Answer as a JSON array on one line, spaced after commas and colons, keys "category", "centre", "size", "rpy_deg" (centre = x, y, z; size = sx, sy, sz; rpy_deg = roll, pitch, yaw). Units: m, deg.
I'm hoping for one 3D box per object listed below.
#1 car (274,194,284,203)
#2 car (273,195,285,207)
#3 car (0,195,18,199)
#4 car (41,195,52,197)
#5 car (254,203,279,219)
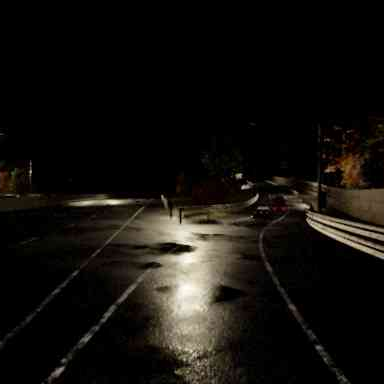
[{"category": "car", "centre": [18.901, 1.318, 72.380], "size": [2.128, 1.511, 4.902], "rpy_deg": [1, 4, 13]}, {"category": "car", "centre": [16.325, 1.738, 62.579], "size": [2.097, 1.767, 4.553], "rpy_deg": [1, 2, 15]}, {"category": "car", "centre": [-26.275, 1.281, 47.462], "size": [1.837, 1.490, 4.892], "rpy_deg": [0, 0, -5]}, {"category": "car", "centre": [-27.795, 1.262, 63.640], "size": [1.837, 1.490, 4.892], "rpy_deg": [0, 0, -6]}, {"category": "car", "centre": [8.142, 2.250, 37.260], "size": [2.033, 1.411, 5.357], "rpy_deg": [1, -1, 20]}]
